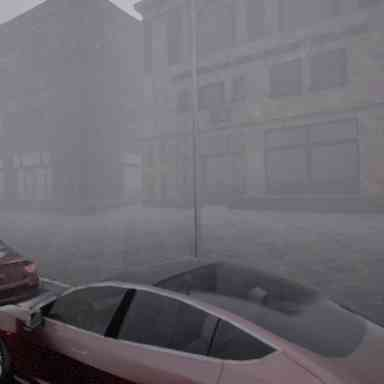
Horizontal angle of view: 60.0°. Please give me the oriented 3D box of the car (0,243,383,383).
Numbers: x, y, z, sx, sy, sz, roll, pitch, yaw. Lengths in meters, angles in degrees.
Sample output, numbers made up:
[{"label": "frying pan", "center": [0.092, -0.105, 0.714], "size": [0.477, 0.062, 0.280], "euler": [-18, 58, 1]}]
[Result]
[{"label": "car", "center": [-0.421, 1.510, 3.615], "size": [4.792, 1.488, 2.163], "euler": [0, 0, 35]}]

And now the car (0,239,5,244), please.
[{"label": "car", "center": [-4.968, 1.521, 6.760], "size": [4.674, 1.452, 2.002], "euler": [0, 0, 35]}]
